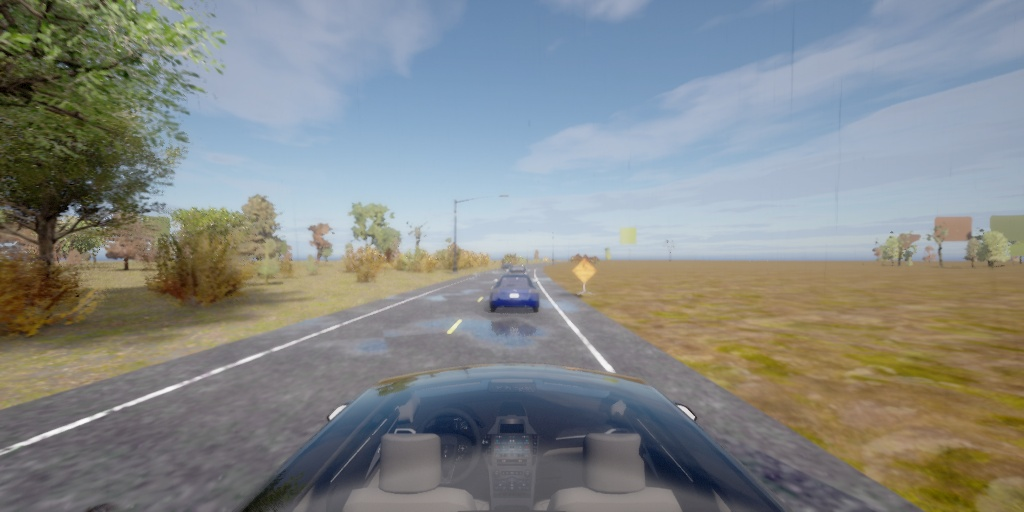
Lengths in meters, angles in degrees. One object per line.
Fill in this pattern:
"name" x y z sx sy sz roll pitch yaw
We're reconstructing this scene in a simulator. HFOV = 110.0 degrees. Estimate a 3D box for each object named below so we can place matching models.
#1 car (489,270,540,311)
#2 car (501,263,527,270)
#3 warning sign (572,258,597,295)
"car" 0.143 1.458 15.248 1.994 1.385 4.181 0 -1 2
"car" 0.527 1.542 30.252 2.128 1.511 4.902 0 0 2
"warning sign" 3.726 1.043 18.453 1.300 1.860 1.060 0 0 1
